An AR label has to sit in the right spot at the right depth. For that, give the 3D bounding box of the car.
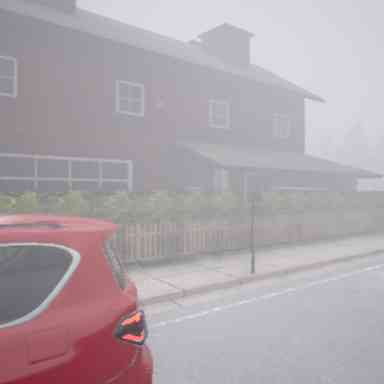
[{"bbox_3d":[-2.918,1.223,1.903,5.566,2.045,2.150,0,0,-35],"label":"car"}]
